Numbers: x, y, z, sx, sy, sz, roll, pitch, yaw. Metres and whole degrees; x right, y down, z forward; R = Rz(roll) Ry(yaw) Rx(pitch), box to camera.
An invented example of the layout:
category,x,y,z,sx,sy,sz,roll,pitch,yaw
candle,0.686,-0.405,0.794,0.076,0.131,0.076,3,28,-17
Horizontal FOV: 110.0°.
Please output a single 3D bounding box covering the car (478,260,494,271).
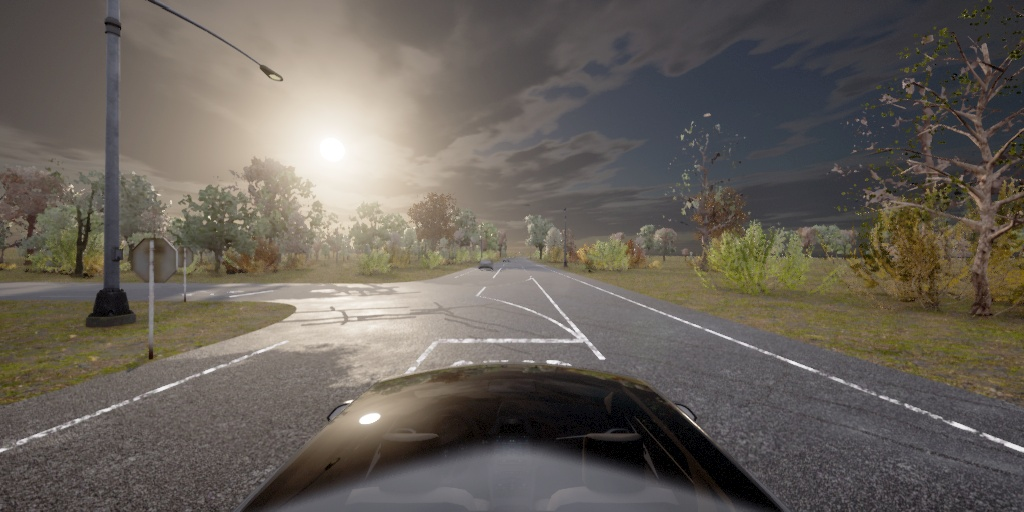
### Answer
category,x,y,z,sx,sy,sz,roll,pitch,yaw
car,-3.449,1.253,48.271,2.033,1.411,5.357,0,0,0
